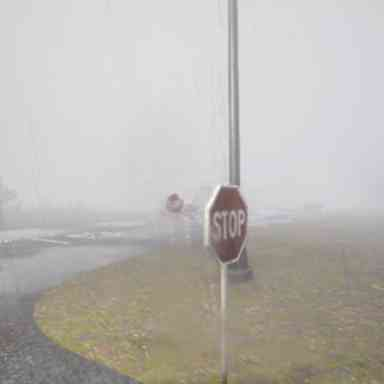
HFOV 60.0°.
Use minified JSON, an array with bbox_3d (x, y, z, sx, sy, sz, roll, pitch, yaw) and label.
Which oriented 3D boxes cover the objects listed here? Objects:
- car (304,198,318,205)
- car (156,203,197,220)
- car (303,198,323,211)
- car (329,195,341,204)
[{"bbox_3d":[26.350,2.079,73.614,1.895,1.301,4.718,-1,-1,34],"label":"car"},{"bbox_3d":[-1.433,1.840,32.137,1.882,1.535,5.008,-1,0,34],"label":"car"},{"bbox_3d":[17.326,1.908,47.551,1.994,1.385,4.181,-1,-1,34],"label":"car"},{"bbox_3d":[31.619,1.965,73.447,1.812,1.442,4.674,-1,0,28],"label":"car"}]
